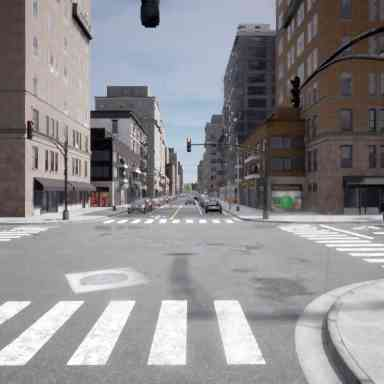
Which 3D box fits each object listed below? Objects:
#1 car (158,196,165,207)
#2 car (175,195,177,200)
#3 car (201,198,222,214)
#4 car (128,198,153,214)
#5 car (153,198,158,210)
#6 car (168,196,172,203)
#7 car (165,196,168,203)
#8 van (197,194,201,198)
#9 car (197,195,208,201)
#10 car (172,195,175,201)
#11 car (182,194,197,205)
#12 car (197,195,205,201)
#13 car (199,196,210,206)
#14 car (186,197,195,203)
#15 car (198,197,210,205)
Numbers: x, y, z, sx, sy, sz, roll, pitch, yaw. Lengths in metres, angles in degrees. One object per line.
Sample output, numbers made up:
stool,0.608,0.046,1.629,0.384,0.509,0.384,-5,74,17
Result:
car,-5.778,1.653,52.675,1.802,1.307,4.206,0,0,0
car,-5.811,1.721,91.251,1.887,1.381,4.507,0,0,0
car,2.261,1.606,36.149,1.947,1.339,4.313,0,0,0
car,-5.764,1.480,36.143,1.967,1.590,4.097,0,0,0
car,-5.768,1.490,41.654,1.967,1.590,4.097,0,0,0
car,-5.793,1.552,69.208,1.967,1.590,4.097,0,0,0
car,-5.783,1.634,58.186,2.008,1.369,4.403,0,0,0
van,2.242,1.424,58.193,1.690,1.788,3.998,0,0,0
car,2.247,1.637,52.682,1.947,1.339,4.313,0,0,0
car,-5.802,1.694,80.229,2.008,1.369,4.403,0,0,0
car,-0.301,1.638,61.162,2.033,1.411,5.357,0,0,0
car,2.218,1.600,85.747,1.967,1.590,4.097,0,0,0
car,2.252,1.641,47.172,1.802,1.307,4.206,0,0,0
car,-0.398,1.720,73.628,1.895,1.301,4.718,0,0,0
car,2.237,1.647,63.704,2.008,1.369,4.403,0,0,0
